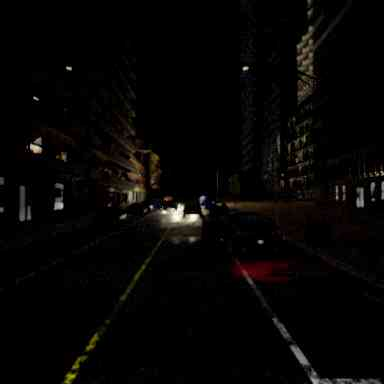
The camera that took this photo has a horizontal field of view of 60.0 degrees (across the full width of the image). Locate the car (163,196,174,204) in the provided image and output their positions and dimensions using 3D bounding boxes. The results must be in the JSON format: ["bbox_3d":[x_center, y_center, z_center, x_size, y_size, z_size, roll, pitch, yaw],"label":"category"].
[{"bbox_3d":[-5.634,1.886,79.108,2.192,1.841,5.009,1,0,0],"label":"car"}]

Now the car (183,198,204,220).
[{"bbox_3d":[0.059,1.727,34.892,1.882,1.535,5.008,0,-1,1],"label":"car"}]

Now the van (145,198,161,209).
[{"bbox_3d":[-5.652,1.668,45.691,1.690,1.788,3.998,1,0,0],"label":"van"}]

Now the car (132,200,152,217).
[{"bbox_3d":[-5.661,1.812,34.550,1.947,1.339,4.313,1,0,0],"label":"car"}]

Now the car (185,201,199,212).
[{"bbox_3d":[0.036,1.931,46.046,1.895,1.301,4.718,0,0,0],"label":"car"}]

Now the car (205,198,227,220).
[{"bbox_3d":[2.721,1.686,34.546,1.967,1.590,4.097,1,0,0],"label":"car"}]

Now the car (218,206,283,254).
[{"bbox_3d":[2.367,1.577,13.951,1.882,1.535,5.008,0,0,0],"label":"car"}]

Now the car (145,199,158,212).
[{"bbox_3d":[-5.658,1.838,40.120,2.008,1.369,4.403,1,0,0],"label":"car"}]

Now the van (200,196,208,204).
[{"bbox_3d":[2.746,1.912,79.103,1.690,1.788,3.998,1,0,0],"label":"van"}]

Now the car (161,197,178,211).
[{"bbox_3d":[-3.037,1.861,46.826,1.812,1.442,4.674,0,-1,0],"label":"car"}]

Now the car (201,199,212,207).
[{"bbox_3d":[2.734,2.030,62.391,1.802,1.307,4.206,1,0,0],"label":"car"}]

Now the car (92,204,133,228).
[{"bbox_3d":[-5.667,1.712,23.411,1.887,1.381,4.507,1,0,0],"label":"car"}]

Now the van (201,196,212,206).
[{"bbox_3d":[2.731,1.708,51.256,1.690,1.788,3.998,1,0,0],"label":"van"}]

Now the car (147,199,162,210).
[{"bbox_3d":[-5.652,1.892,51.089,1.752,1.417,4.829,1,0,0],"label":"car"}]
